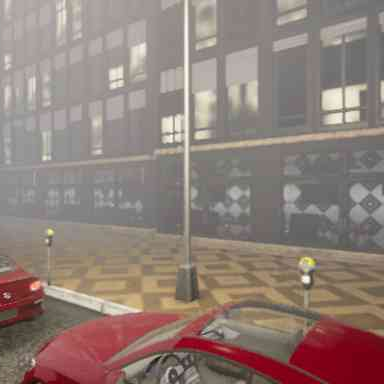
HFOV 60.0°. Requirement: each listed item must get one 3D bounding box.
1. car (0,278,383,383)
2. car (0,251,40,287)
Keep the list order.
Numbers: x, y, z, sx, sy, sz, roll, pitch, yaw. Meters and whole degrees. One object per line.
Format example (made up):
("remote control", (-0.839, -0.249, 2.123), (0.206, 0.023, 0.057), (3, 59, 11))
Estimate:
("car", (0.346, 1.585, 2.627), (4.206, 1.307, 1.802), (0, 0, 35))
("car", (-4.293, 1.598, 5.934), (4.206, 1.307, 1.802), (0, 0, 35))
